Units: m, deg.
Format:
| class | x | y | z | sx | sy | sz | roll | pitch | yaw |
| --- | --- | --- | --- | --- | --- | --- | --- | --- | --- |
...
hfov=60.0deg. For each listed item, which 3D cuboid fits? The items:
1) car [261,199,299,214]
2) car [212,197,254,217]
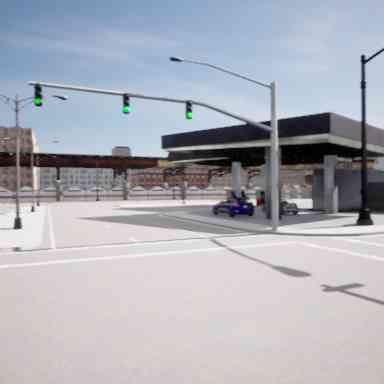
| class | x | y | z | sx | sy | sz | roll | pitch | yaw |
| --- | --- | --- | --- | --- | --- | --- | --- | --- | --- |
| car | 8.570 | 1.406 | 32.740 | 1.970 | 1.475 | 3.806 | 0 | 0 | -23 |
| car | 3.606 | 1.287 | 29.747 | 2.242 | 1.667 | 4.611 | 0 | 0 | -23 |
